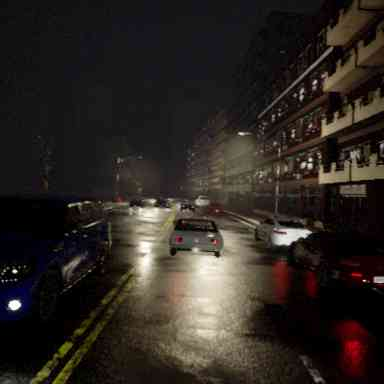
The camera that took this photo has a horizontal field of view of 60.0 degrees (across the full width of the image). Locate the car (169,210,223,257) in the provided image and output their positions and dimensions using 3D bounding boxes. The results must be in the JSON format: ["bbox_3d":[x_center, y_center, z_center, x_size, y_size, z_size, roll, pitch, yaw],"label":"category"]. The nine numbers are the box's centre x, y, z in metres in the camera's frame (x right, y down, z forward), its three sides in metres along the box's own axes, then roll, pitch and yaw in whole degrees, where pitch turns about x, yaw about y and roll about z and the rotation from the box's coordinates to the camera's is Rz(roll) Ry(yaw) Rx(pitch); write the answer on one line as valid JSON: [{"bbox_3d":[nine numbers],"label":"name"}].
[{"bbox_3d":[0.145,1.698,13.627,1.895,1.301,4.718,3,0,0],"label":"car"}]

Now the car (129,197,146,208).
[{"bbox_3d":[-7.412,1.433,45.750,2.033,1.411,5.357,3,0,-3],"label":"car"}]

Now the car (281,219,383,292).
[{"bbox_3d":[4.275,1.835,9.814,1.812,1.442,4.674,3,0,0],"label":"car"}]

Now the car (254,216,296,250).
[{"bbox_3d":[4.264,1.874,15.867,1.812,1.442,4.674,3,0,0],"label":"car"}]

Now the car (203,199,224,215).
[{"bbox_3d":[2.752,1.953,39.922,1.812,1.442,4.674,3,0,-2],"label":"car"}]

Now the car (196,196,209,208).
[{"bbox_3d":[1.849,1.715,56.506,2.150,2.045,5.566,3,0,-4],"label":"car"}]

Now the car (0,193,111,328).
[{"bbox_3d":[-3.300,1.078,7.097,2.150,2.045,5.566,3,0,0],"label":"car"}]

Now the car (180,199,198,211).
[{"bbox_3d":[-0.604,1.860,43.268,1.895,1.301,4.718,3,0,-3],"label":"car"}]

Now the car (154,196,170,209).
[{"bbox_3d":[-4.282,1.435,48.191,2.097,1.767,4.553,3,-1,-3],"label":"car"}]
